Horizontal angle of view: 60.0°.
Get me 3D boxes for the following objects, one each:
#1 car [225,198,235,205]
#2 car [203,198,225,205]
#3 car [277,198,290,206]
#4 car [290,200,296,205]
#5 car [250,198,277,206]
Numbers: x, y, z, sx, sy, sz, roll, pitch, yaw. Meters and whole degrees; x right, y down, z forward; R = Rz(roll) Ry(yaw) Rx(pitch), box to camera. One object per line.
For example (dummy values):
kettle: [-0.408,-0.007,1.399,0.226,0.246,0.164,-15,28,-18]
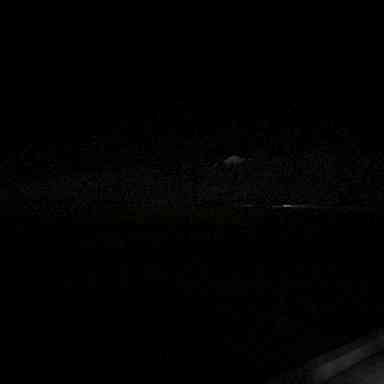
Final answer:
car: [6.783,1.927,68.234,1.837,1.490,4.892,1,-1,-36]
car: [3.956,1.948,66.169,1.994,1.385,4.181,1,0,-36]
car: [16.330,2.019,67.036,2.033,1.411,5.357,1,0,-36]
car: [19.225,2.009,69.007,1.837,1.490,4.892,1,0,-36]
car: [13.485,1.950,64.945,1.837,1.490,4.892,1,0,-36]
